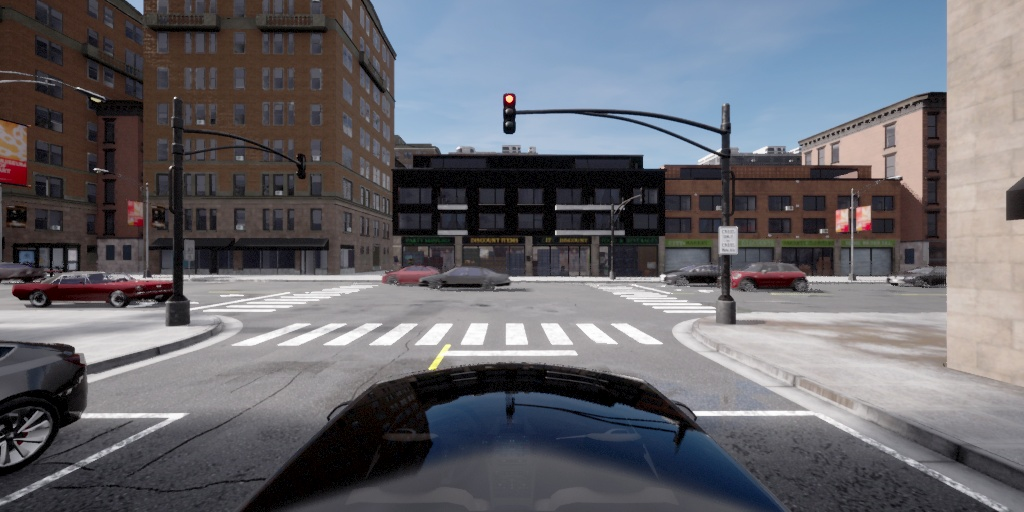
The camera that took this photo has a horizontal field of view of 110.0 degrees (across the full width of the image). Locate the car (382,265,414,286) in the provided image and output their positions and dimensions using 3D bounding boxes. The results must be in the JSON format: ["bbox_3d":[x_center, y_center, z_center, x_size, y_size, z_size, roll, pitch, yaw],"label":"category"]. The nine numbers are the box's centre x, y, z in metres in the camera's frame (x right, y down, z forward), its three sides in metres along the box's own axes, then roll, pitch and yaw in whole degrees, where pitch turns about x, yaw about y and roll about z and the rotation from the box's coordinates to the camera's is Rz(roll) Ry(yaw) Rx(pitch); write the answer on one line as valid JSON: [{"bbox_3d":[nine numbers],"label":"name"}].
[{"bbox_3d":[-6.571,1.289,24.274,4.181,1.385,1.994,0,0,-1],"label":"car"}]

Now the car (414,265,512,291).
[{"bbox_3d":[-2.677,1.292,21.075,5.357,1.411,2.033,0,0,-1],"label":"car"}]

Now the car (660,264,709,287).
[{"bbox_3d":[12.725,1.314,24.529,4.902,1.511,2.128,0,0,-1],"label":"car"}]

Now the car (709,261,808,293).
[{"bbox_3d":[14.726,1.184,21.304,4.553,1.767,2.097,0,0,-1],"label":"car"}]

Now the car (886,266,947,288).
[{"bbox_3d":[28.753,1.433,24.738,4.674,1.442,1.812,0,0,-1],"label":"car"}]

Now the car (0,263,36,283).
[{"bbox_3d":[-34.735,1.141,23.900,5.357,1.411,2.033,0,0,-1],"label":"car"}]

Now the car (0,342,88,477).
[{"bbox_3d":[-5.388,1.316,2.038,1.948,1.339,4.313,0,0,-1],"label":"car"}]

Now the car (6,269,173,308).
[{"bbox_3d":[-16.204,1.280,14.193,4.718,1.301,1.895,0,0,-1],"label":"car"}]
